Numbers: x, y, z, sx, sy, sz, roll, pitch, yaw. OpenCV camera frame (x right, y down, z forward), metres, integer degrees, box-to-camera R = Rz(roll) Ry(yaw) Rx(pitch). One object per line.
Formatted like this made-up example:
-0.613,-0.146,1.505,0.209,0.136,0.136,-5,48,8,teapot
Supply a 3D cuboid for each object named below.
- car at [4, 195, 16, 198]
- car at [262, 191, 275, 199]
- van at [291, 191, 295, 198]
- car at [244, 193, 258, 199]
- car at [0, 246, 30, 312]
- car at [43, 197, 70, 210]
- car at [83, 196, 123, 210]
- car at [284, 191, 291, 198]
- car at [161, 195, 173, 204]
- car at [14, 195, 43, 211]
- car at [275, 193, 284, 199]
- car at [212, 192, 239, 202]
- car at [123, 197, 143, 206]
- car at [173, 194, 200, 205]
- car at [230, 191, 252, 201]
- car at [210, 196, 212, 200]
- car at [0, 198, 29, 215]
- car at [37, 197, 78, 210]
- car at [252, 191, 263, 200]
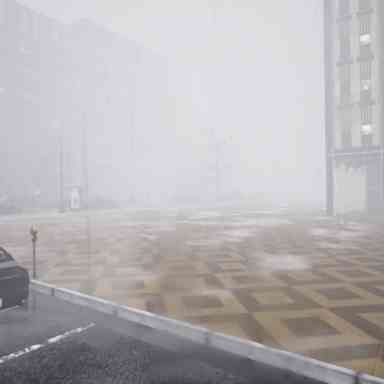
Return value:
-20.639,1.400,32.701,1.882,1.535,5.008,-1,0,37,car
15.735,0.753,73.069,2.192,1.841,5.009,-1,0,36,car
25.460,0.667,86.500,1.690,1.788,3.998,-1,0,36,van
15.435,1.057,86.939,1.947,1.339,4.313,-1,0,36,car
-4.919,1.556,6.555,4.403,1.369,2.008,0,-1,36,car
-15.074,1.375,40.395,1.812,1.442,4.674,-1,0,36,car
-10.198,1.199,37.253,1.967,1.590,4.097,-1,0,36,car
22.221,0.945,82.023,1.802,1.307,4.206,-1,0,36,car
-3.192,1.190,56.715,2.128,1.511,4.902,-1,0,37,car
-20.228,1.244,37.692,2.192,1.841,5.009,-1,0,36,car
18.979,0.951,77.546,2.008,1.369,4.403,-1,0,36,car
6.012,1.106,59.638,2.008,1.369,4.403,-1,0,36,car
-9.364,1.377,48.276,1.895,1.301,4.718,-1,0,36,car
-0.473,1.075,50.684,1.967,1.590,4.097,-1,0,36,car
9.254,1.061,64.115,1.887,1.381,4.507,-1,0,36,car
5.708,1.045,73.507,1.967,1.590,4.097,-1,0,36,car
-16.680,1.426,28.298,1.802,1.307,4.206,-1,0,36,car
-16.983,1.431,42.169,1.887,1.381,4.507,-1,0,36,car
12.496,1.059,68.592,1.802,1.307,4.206,-1,0,36,car
